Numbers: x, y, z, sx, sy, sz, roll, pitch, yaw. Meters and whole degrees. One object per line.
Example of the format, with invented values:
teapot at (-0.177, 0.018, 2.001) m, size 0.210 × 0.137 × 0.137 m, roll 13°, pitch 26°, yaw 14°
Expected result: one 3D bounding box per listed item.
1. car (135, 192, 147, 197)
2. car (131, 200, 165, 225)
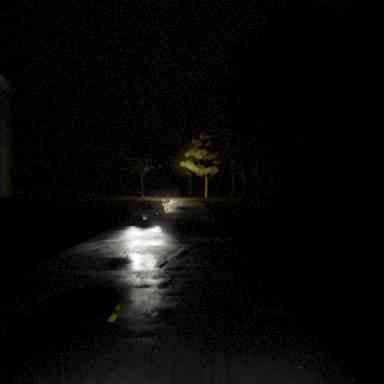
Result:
car at (-13.951, 0.649, 90.704) m, size 1.812 × 1.442 × 4.674 m, roll -1°, pitch 1°, yaw -39°
car at (-2.882, 1.327, 22.711) m, size 2.128 × 1.511 × 4.902 m, roll 0°, pitch 0°, yaw 0°
